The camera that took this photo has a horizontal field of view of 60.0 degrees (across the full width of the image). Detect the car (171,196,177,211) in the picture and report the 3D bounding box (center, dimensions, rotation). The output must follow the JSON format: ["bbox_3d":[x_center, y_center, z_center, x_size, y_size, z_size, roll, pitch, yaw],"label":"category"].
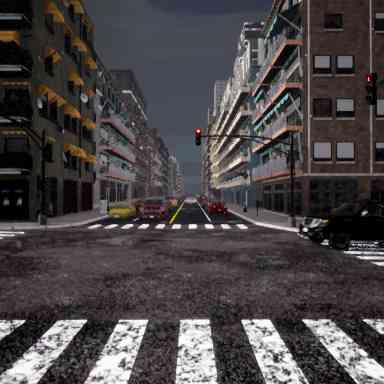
[{"bbox_3d":[-3.230,1.557,38.643,2.033,1.411,5.357,0,0,0],"label":"car"}]

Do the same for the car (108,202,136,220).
[{"bbox_3d":[-5.776,1.531,27.862,1.752,1.417,4.829,1,0,0],"label":"car"}]

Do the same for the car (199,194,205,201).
[{"bbox_3d":[2.726,1.379,81.883,2.097,1.767,4.553,0,0,0],"label":"car"}]

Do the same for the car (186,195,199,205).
[{"bbox_3d":[-0.199,1.618,59.851,1.895,1.301,4.718,0,0,0],"label":"car"}]

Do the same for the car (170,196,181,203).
[{"bbox_3d":[-3.214,1.420,63.963,1.895,1.301,4.718,0,0,0],"label":"car"}]

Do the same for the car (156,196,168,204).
[{"bbox_3d":[-5.906,1.571,66.697,2.008,1.369,4.403,1,0,0],"label":"car"}]

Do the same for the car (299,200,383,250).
[{"bbox_3d":[7.595,1.356,14.502,5.566,2.045,2.150,2,-1,-6],"label":"car"}]

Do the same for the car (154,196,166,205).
[{"bbox_3d":[-5.887,1.543,61.003,1.752,1.417,4.829,1,0,0],"label":"car"}]

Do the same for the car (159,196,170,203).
[{"bbox_3d":[-5.925,1.567,72.220,1.887,1.381,4.507,1,0,0],"label":"car"}]

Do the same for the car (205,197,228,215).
[{"bbox_3d":[2.586,1.552,33.570,1.887,1.381,4.507,1,0,0],"label":"car"}]

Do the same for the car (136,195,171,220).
[{"bbox_3d":[-3.168,1.358,28.116,2.097,1.767,4.553,0,0,-1],"label":"car"}]

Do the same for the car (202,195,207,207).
[{"bbox_3d":[2.568,1.449,39.093,1.967,1.590,4.097,1,0,0],"label":"car"}]

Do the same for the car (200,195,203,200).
[{"bbox_3d":[2.530,1.595,50.140,1.802,1.307,4.206,1,0,0],"label":"car"}]

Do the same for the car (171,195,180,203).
[{"bbox_3d":[-3.252,1.364,48.541,2.097,1.767,4.553,0,0,0],"label":"car"}]

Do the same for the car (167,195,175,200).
[{"bbox_3d":[-5.998,1.586,94.313,2.008,1.369,4.403,1,0,0],"label":"car"}]

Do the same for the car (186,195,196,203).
[{"bbox_3d":[-0.233,1.477,69.828,2.128,1.511,4.902,0,0,0],"label":"car"}]

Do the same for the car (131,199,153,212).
[{"bbox_3d":[-5.814,1.554,39.079,1.887,1.381,4.507,1,0,0],"label":"car"}]
